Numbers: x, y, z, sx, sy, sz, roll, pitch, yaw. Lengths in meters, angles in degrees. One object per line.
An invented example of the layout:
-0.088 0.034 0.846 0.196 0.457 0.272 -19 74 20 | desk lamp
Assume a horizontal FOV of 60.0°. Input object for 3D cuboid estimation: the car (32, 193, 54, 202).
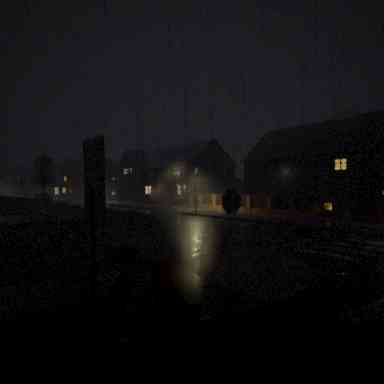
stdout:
-20.420 0.920 45.536 1.837 1.490 4.892 -2 2 -40 | car
